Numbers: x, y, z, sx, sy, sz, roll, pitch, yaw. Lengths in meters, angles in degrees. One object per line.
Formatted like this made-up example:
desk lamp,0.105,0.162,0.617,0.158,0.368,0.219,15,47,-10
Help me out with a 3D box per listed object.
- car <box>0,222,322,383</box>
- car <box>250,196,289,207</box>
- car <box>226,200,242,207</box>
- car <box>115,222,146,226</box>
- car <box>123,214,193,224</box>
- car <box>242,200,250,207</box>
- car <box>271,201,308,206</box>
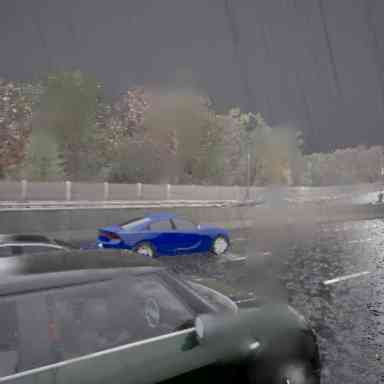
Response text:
car,-0.802,1.360,3.173,4.553,1.767,2.097,1,0,-35
car,8.957,1.567,36.096,4.553,1.767,2.097,0,0,-35
car,6.510,1.724,42.927,4.902,1.511,2.128,1,0,-35
car,-2.947,1.512,5.942,4.892,1.490,1.837,1,0,-35
car,-0.825,1.522,11.752,5.008,1.535,1.882,1,0,-36
car,9.182,1.464,40.523,5.566,2.045,2.150,1,-1,-35
car,10.330,1.810,32.785,4.718,1.301,1.895,1,0,-35
